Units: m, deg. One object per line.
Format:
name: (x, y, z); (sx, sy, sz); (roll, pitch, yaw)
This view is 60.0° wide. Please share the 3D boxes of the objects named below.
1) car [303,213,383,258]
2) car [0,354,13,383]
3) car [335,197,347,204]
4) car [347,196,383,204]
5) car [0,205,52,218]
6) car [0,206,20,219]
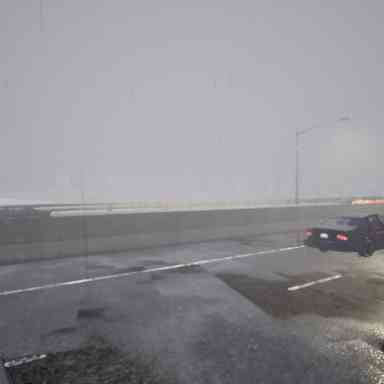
car: (6.490, 1.511, 12.620); (5.357, 1.411, 2.033); (0, 0, -35)
car: (-3.569, 1.553, 1.198); (5.357, 1.411, 2.033); (0, 0, -36)
car: (20.933, 1.390, 44.059); (4.902, 1.511, 2.128); (0, 0, -34)
car: (21.268, 1.255, 40.057); (4.553, 1.767, 2.097); (0, 0, -34)
car: (-11.793, 1.531, 21.368); (5.357, 1.411, 2.033); (0, 0, -35)
car: (-10.085, 1.520, 13.986); (4.674, 1.442, 1.812); (0, 0, -36)
